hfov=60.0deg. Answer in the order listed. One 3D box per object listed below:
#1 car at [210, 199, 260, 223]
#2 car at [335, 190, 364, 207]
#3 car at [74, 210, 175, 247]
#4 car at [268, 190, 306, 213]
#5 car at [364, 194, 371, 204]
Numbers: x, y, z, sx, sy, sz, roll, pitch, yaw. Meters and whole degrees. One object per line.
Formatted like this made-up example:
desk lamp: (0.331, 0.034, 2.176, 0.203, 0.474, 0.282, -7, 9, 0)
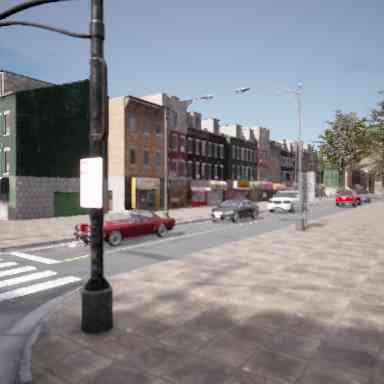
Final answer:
car: (3.080, 1.283, 23.463, 2.128, 1.511, 4.902, 0, 1, 36)
car: (19.256, 0.732, 41.037, 2.150, 2.045, 5.566, 0, 1, 35)
car: (-2.894, 1.529, 15.104, 1.895, 1.301, 4.718, 0, 1, 35)
car: (9.230, 0.883, 32.065, 2.150, 2.045, 5.566, 0, 1, 35)
car: (25.241, 0.947, 49.417, 2.033, 1.411, 5.357, 0, 1, 36)
